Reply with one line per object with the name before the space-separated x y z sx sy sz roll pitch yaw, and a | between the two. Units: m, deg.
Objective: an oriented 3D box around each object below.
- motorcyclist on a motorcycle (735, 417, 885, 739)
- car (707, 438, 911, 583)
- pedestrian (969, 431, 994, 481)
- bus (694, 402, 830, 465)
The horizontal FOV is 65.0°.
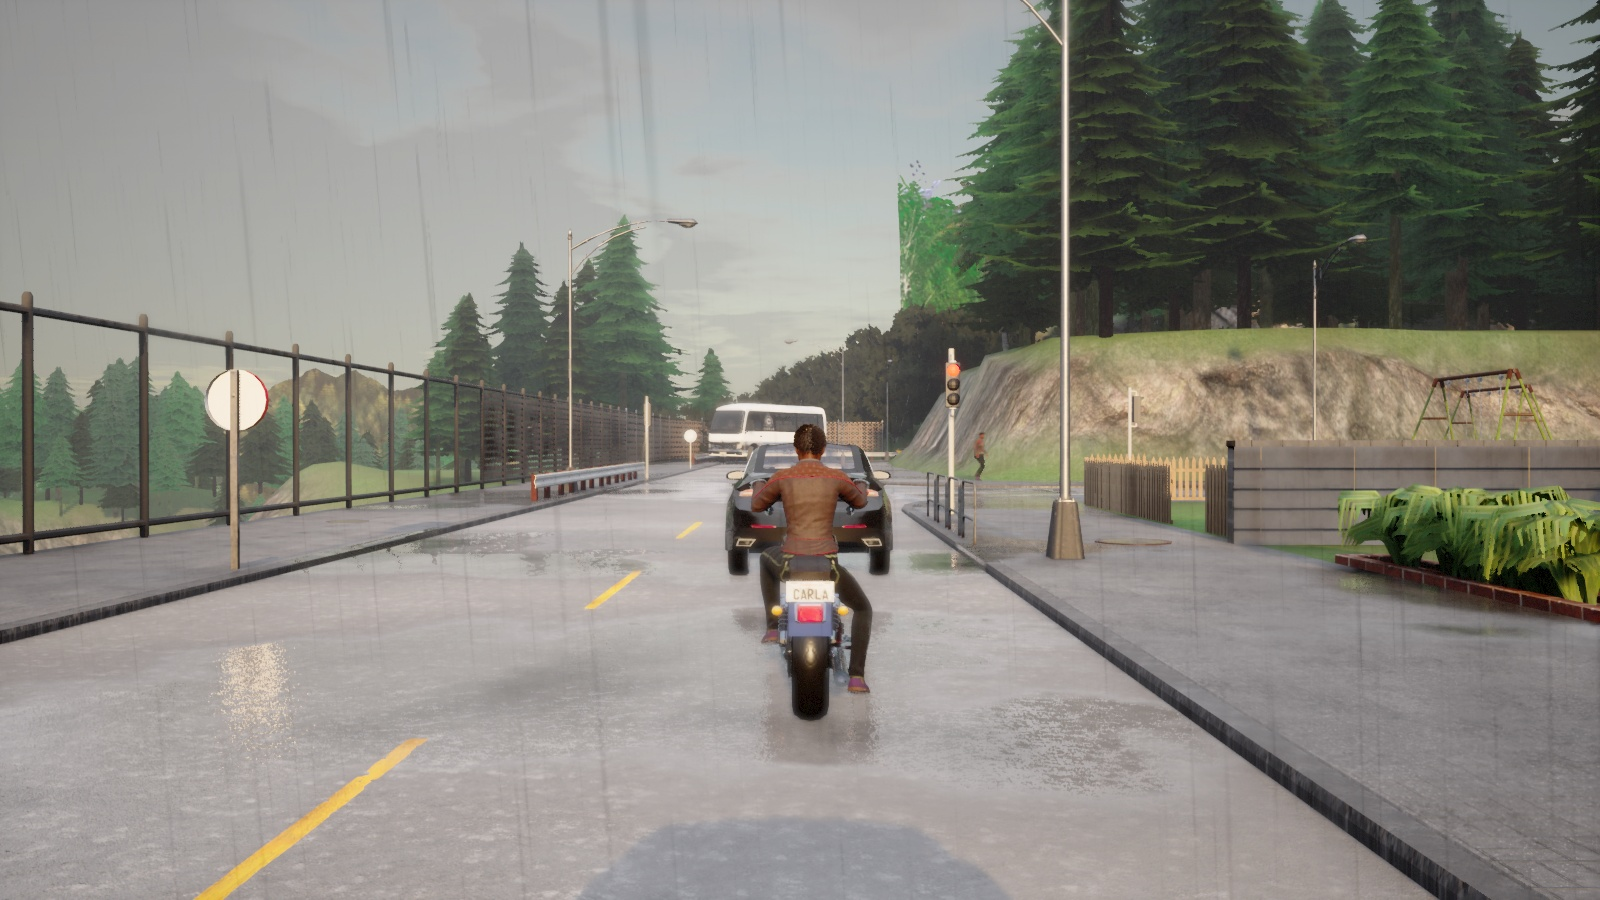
motorcyclist on a motorcycle | 0.059 0.654 7.610 0.766 1.649 2.350 0 0 0
car | 0.106 0.615 15.564 2.128 1.511 4.902 0 0 0
pedestrian | 6.568 0.205 45.530 0.328 1.805 0.869 0 0 -44
bus | -2.589 -1.162 90.226 3.944 4.253 10.273 2 1 38
